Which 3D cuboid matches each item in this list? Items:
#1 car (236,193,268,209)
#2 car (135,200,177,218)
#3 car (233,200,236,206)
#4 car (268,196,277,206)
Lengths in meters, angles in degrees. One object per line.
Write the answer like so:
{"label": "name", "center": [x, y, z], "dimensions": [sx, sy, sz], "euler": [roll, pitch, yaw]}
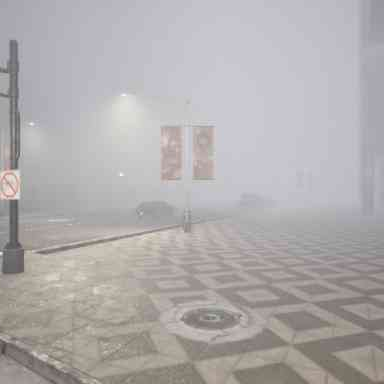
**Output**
{"label": "car", "center": [8.297, 1.188, 45.768], "dimensions": [2.150, 2.045, 5.566], "euler": [0, 0, 27]}
{"label": "car", "center": [-3.108, 1.492, 29.712], "dimensions": [1.837, 1.490, 4.892], "euler": [0, 0, 26]}
{"label": "car", "center": [8.052, 1.566, 52.600], "dimensions": [1.895, 1.301, 4.718], "euler": [0, 0, 27]}
{"label": "car", "center": [12.817, 1.448, 55.095], "dimensions": [2.128, 1.511, 4.902], "euler": [0, 0, 26]}
